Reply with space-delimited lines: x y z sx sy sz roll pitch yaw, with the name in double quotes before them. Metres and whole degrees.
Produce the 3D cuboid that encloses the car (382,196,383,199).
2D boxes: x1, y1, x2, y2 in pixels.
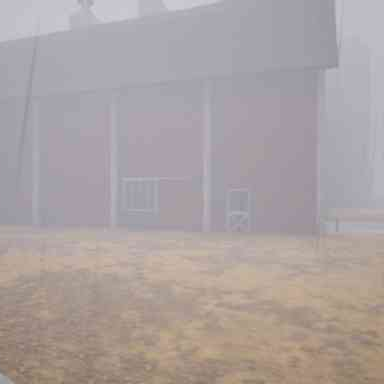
"car" 45.535 1.562 75.732 3.988 1.617 1.851 0 0 18
